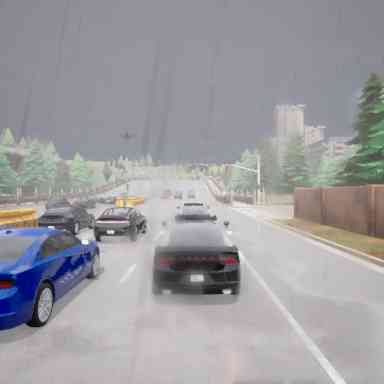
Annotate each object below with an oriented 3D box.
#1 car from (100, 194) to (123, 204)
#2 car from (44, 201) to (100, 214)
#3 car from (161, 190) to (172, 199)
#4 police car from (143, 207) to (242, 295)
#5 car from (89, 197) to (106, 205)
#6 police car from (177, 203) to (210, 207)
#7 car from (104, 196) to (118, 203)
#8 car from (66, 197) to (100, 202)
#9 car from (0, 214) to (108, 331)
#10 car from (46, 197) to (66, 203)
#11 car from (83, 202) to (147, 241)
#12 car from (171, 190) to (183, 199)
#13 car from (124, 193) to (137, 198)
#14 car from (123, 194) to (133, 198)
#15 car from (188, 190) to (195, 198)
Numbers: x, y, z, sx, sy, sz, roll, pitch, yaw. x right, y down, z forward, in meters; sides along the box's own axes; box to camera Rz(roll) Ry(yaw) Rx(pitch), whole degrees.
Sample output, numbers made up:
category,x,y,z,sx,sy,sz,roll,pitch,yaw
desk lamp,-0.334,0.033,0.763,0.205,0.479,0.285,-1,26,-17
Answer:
category,x,y,z,sx,sy,sz,roll,pitch,yaw
car,-14.101,1.492,58.229,2.128,1.511,4.902,0,0,0
car,-6.909,1.505,18.730,1.837,1.490,4.892,0,0,0
car,-7.147,1.071,88.534,1.994,1.385,4.181,0,4,0
police car,0.096,1.425,8.868,1.930,1.638,5.238,0,0,0
car,-17.580,1.564,61.851,1.994,1.385,4.181,0,0,1
police car,0.090,1.425,18.771,1.930,1.638,5.238,0,0,0
car,-17.550,1.593,71.910,1.895,1.301,4.718,0,0,0
car,-14.120,1.547,43.505,2.033,1.411,5.357,0,0,0
car,-3.404,1.478,7.022,1.882,1.535,5.008,0,0,0
car,-17.618,1.505,43.627,1.837,1.490,4.892,0,0,0
car,-3.417,1.492,16.528,2.128,1.511,4.902,0,0,1
car,-3.645,0.903,88.111,2.097,1.767,4.553,0,3,0
car,-14.090,1.447,78.850,2.128,1.511,4.902,0,1,0
car,-14.034,1.552,68.474,1.994,1.385,4.181,0,0,0
car,-0.164,0.931,91.320,1.895,1.301,4.718,0,4,0
